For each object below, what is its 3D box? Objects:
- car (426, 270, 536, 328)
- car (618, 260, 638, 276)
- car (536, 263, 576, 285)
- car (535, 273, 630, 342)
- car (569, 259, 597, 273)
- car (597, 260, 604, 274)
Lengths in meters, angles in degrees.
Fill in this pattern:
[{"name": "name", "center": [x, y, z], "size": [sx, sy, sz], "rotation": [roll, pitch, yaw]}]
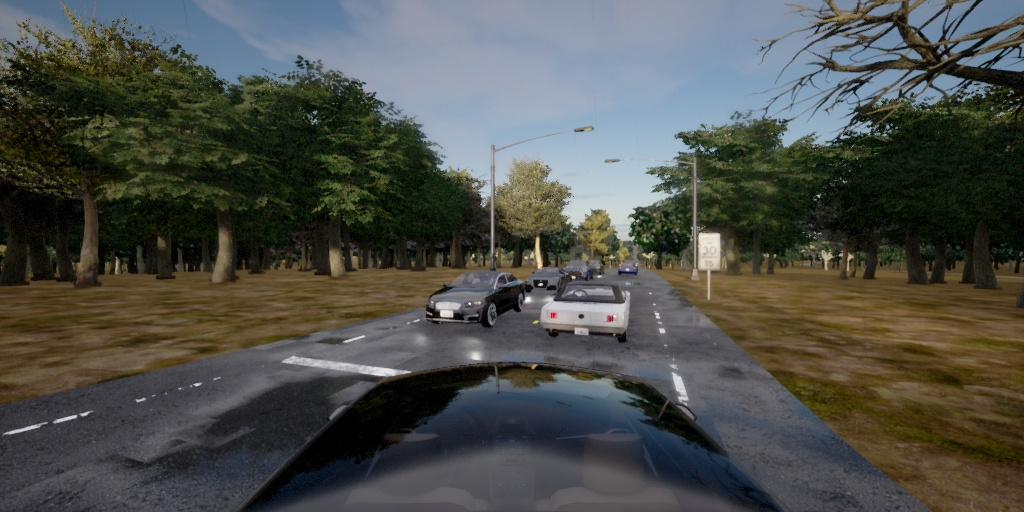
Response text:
[{"name": "car", "center": [-0.950, 1.232, 11.623], "size": [2.128, 1.511, 4.902], "rotation": [0, 0, 18]}, {"name": "car", "center": [12.711, 1.414, 39.283], "size": [1.994, 1.385, 4.181], "rotation": [0, -1, 20]}, {"name": "car", "center": [2.138, 1.295, 20.326], "size": [1.994, 1.385, 4.181], "rotation": [0, 0, 20]}, {"name": "car", "center": [2.250, 1.344, 9.843], "size": [1.895, 1.301, 4.718], "rotation": [0, 0, 19]}, {"name": "car", "center": [5.528, 1.099, 29.903], "size": [2.097, 1.767, 4.553], "rotation": [0, 0, 20]}, {"name": "car", "center": [8.814, 1.183, 39.086], "size": [2.097, 1.767, 4.553], "rotation": [0, -1, 20]}]
